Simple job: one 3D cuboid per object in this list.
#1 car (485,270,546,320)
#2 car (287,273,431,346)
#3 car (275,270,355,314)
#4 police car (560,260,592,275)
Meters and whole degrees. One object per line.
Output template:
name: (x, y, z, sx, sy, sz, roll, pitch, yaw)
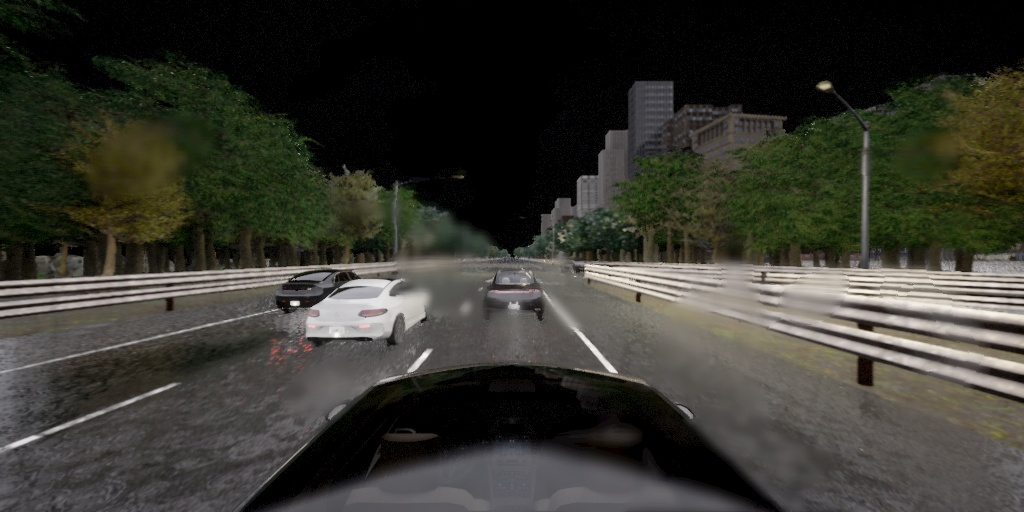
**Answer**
car: (0.096, 1.247, 12.599, 2.128, 1.511, 4.902, 0, 0, 0)
car: (-3.403, 1.279, 9.277, 1.812, 1.442, 4.674, 0, 0, 0)
car: (-6.901, 1.261, 13.826, 1.837, 1.490, 4.892, 0, 0, 0)
police car: (7.078, 1.253, 40.246, 1.930, 1.638, 5.238, 0, 0, -17)
